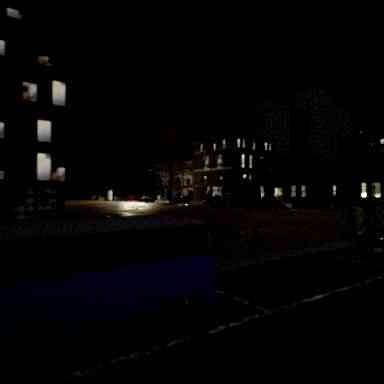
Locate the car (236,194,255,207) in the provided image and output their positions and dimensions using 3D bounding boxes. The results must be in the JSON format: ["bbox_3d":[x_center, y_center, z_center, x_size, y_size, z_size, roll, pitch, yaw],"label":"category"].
[{"bbox_3d":[8.771,1.379,45.339,2.128,1.511,4.902,1,0,-35],"label":"car"}]

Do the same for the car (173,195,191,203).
[{"bbox_3d":[-2.121,1.501,71.217,1.967,1.590,4.097,0,0,-35],"label":"car"}]

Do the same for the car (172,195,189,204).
[{"bbox_3d":[-2.632,1.520,61.967,1.812,1.442,4.674,1,-1,-35],"label":"car"}]

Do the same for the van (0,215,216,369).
[{"bbox_3d":[-1.484,1.329,5.444,3.998,1.788,1.690,0,1,-35],"label":"van"}]

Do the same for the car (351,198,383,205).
[{"bbox_3d":[20.675,1.426,38.533,2.008,1.369,4.403,0,0,-35],"label":"car"}]

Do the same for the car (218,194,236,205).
[{"bbox_3d":[7.430,1.297,57.577,2.192,1.841,5.009,0,0,-35],"label":"car"}]

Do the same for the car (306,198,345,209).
[{"bbox_3d":[17.554,1.466,43.039,1.947,1.339,4.313,0,0,-35],"label":"car"}]

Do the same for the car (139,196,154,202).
[{"bbox_3d":[-11.699,1.666,85.046,1.752,1.417,4.829,0,0,-35],"label":"car"}]

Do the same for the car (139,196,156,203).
[{"bbox_3d":[-8.912,1.523,66.304,1.752,1.417,4.829,0,0,-35],"label":"car"}]

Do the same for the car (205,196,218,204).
[{"bbox_3d":[4.242,1.448,62.121,1.967,1.590,4.097,0,0,-35],"label":"car"}]

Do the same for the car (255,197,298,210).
[{"bbox_3d":[9.849,1.281,38.991,1.967,1.590,4.097,0,0,-35],"label":"car"}]

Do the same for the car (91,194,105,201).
[{"bbox_3d":[-24.715,1.656,89.120,1.752,1.417,4.829,0,0,-35],"label":"car"}]

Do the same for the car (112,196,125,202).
[{"bbox_3d":[-18.490,1.644,80.133,1.947,1.339,4.313,0,0,-35],"label":"car"}]

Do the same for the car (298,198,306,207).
[{"bbox_3d":[14.433,1.508,47.544,1.802,1.307,4.206,0,0,-35],"label":"car"}]

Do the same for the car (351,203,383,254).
[{"bbox_3d":[7.710,1.351,12.002,4.097,1.590,1.967,0,1,-35],"label":"car"}]
